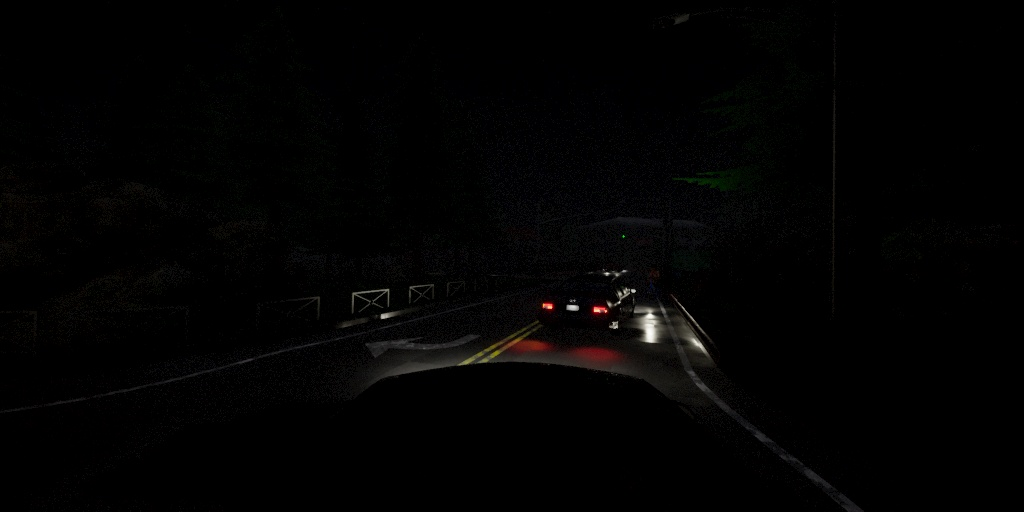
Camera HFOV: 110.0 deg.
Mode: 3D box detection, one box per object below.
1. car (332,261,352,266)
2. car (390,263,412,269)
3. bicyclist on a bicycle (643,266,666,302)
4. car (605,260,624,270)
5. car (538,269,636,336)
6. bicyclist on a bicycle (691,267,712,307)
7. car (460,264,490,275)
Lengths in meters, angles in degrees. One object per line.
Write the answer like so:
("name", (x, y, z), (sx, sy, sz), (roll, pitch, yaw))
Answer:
("car", (-24.033, 1.457, 52.283), (5.357, 1.411, 2.033), (1, -1, 24))
("car", (-14.300, 1.587, 48.357), (4.181, 1.385, 1.994), (1, -1, 21))
("bicyclist on a bicycle", (6.587, 1.294, 16.502), (1.656, 1.620, 0.582), (1, -1, -31))
("car", (16.924, 1.711, 59.820), (2.150, 2.045, 5.566), (1, -1, 20))
("car", (2.400, 1.253, 10.336), (2.033, 1.411, 5.357), (1, -1, 25))
("bicyclist on a bicycle", (8.018, 1.305, 15.105), (1.656, 1.620, 0.582), (1, -1, -34))
("car", (-4.934, 1.698, 44.866), (4.181, 1.385, 1.994), (1, -1, 20))
